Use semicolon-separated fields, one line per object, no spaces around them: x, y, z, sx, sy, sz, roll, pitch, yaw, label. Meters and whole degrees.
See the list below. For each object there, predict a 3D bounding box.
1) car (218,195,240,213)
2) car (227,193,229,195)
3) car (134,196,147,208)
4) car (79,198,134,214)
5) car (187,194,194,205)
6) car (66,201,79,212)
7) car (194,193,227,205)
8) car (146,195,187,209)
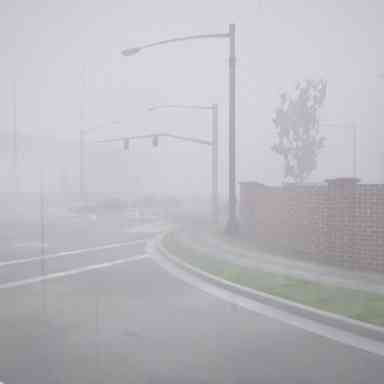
4.411;1.295;33.628;1.812;1.442;4.674;0;1;37;car
5.920;0.901;59.191;1.837;1.490;4.892;0;1;37;car
-6.003;1.250;43.401;1.837;1.490;4.892;0;1;37;car
-8.654;1.358;34.061;1.837;1.490;4.892;0;1;36;car
-0.286;1.074;50.988;1.882;1.535;5.008;0;1;37;car
-11.389;1.380;36.243;1.812;1.442;4.674;0;1;37;car
2.814;1.190;49.293;1.895;1.301;4.718;0;1;37;car
-3.090;1.268;41.457;1.812;1.442;4.674;0;1;37;car
